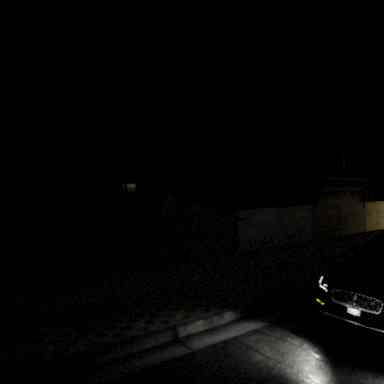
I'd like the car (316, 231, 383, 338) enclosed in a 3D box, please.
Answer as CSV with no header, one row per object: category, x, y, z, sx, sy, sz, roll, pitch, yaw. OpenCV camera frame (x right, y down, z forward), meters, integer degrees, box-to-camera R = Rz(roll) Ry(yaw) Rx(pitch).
car,4.287,1.426,6.140,4.892,1.490,1.837,-1,0,-35
